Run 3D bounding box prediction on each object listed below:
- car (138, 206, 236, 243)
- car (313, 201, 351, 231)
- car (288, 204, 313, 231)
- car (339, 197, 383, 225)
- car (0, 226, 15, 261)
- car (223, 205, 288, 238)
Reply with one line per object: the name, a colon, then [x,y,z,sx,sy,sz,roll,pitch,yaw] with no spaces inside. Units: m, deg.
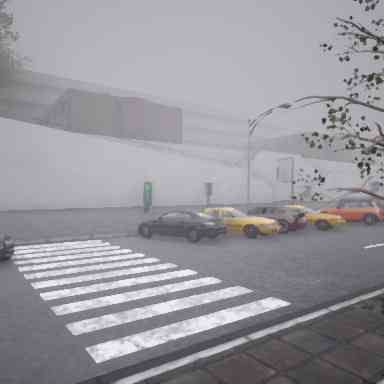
car: [-0.542,1.545,16.236,4.674,1.452,2.002,-1,-1,35]
car: [6.899,1.533,21.328,5.366,1.575,1.946,-1,-1,35]
car: [4.289,1.555,19.714,4.792,1.488,2.163,-1,-1,35]
car: [11.627,1.431,24.876,4.553,1.767,2.185,-1,-1,34]
car: [-7.832,1.493,11.060,4.892,1.521,2.231,-1,-1,34]
car: [2.039,1.508,17.867,5.366,1.575,1.946,-1,-1,35]
